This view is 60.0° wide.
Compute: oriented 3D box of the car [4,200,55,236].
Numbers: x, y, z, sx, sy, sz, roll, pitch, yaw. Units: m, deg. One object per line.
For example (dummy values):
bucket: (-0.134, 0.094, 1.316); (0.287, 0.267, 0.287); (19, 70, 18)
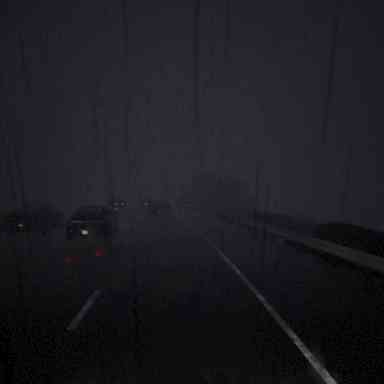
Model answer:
car: (-8.492, 1.428, 18.354); (1.882, 1.535, 5.008); (0, 0, -7)

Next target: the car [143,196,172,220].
car: (-2.826, 1.358, 27.400); (1.882, 1.535, 5.008); (0, 0, -10)

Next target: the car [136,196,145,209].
car: (-6.076, 1.301, 42.424); (1.882, 1.535, 5.008); (0, 0, -14)

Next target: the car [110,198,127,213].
car: (-7.721, 1.362, 34.203); (2.128, 1.511, 4.902); (0, 0, -12)

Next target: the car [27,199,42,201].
car: (-14.041, 1.424, 30.276); (1.837, 1.490, 4.892); (0, 0, -11)

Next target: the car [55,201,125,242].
car: (-4.693, 1.435, 16.095); (2.128, 1.511, 4.902); (0, 0, -7)
